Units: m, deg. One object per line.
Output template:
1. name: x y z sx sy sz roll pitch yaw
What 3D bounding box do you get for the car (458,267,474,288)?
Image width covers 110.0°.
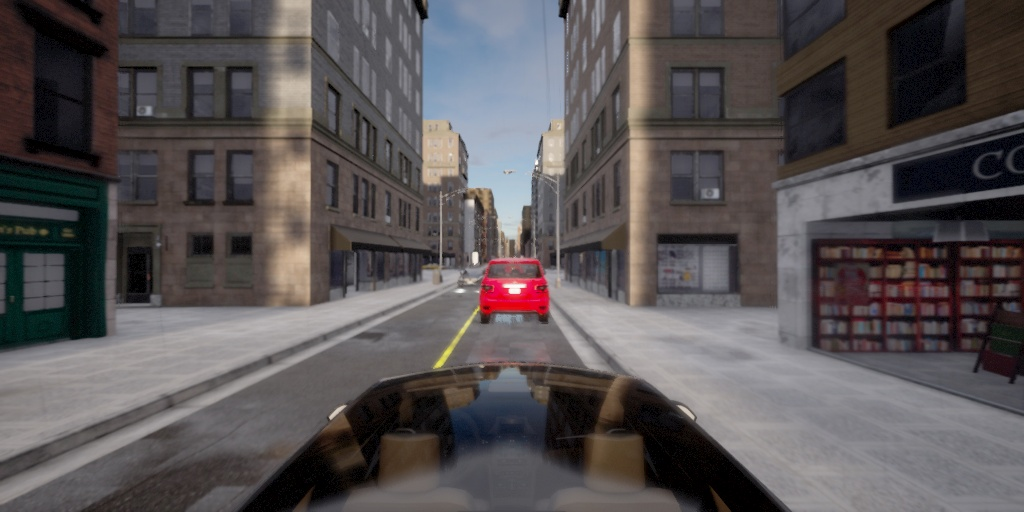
1. car: -2.839 1.571 26.710 1.812 1.442 4.674 0 -1 0

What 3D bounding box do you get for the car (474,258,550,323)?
1. car: 0.090 1.104 12.851 2.150 2.045 5.566 0 0 0
